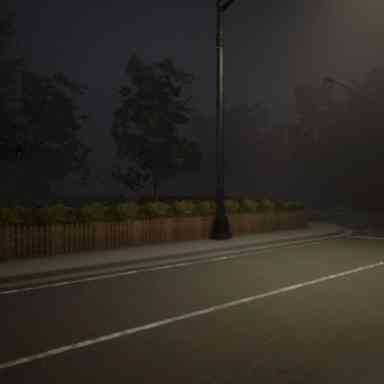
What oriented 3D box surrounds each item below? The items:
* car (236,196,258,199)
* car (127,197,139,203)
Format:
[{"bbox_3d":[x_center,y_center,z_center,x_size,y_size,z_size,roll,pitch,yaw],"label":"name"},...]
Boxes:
[{"bbox_3d":[6.177,1.191,35.661,2.097,1.767,4.553,0,0,-36],"label":"car"},{"bbox_3d":[-9.274,1.441,57.043,1.895,1.301,4.718,0,0,-36],"label":"car"}]
